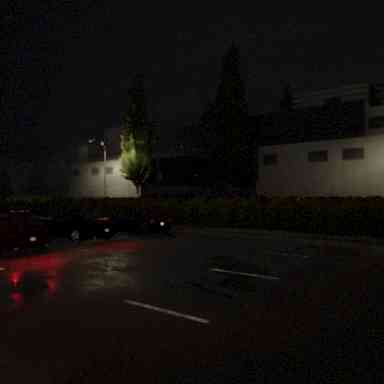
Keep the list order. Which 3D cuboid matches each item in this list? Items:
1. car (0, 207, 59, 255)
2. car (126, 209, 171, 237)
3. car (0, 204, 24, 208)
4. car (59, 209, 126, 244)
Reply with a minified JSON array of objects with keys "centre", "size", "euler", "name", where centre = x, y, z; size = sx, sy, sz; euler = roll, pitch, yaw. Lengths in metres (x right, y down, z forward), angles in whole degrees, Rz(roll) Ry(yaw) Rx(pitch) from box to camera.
[{"centre":[-7.926,1.616,13.853],"size":[5.008,1.535,1.882],"euler":[0,0,36],"name":"car"},{"centre":[-3.234,1.696,19.101],"size":[4.181,1.385,1.994],"euler":[-1,0,36],"name":"car"},{"centre":[-15.478,1.769,27.829],"size":[4.902,1.511,2.128],"euler":[-1,0,36],"name":"car"},{"centre":[-5.898,1.616,16.706],"size":[5.008,1.535,1.882],"euler":[0,0,36],"name":"car"}]
